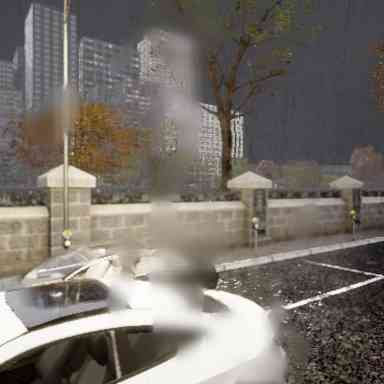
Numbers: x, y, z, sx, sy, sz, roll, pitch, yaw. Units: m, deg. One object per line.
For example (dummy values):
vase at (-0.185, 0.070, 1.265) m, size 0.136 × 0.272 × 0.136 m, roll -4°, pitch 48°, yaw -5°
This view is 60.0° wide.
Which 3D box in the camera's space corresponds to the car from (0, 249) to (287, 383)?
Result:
car at (-1.245, 1.524, 2.488) m, size 4.674 × 1.442 × 1.812 m, roll 0°, pitch 0°, yaw -35°

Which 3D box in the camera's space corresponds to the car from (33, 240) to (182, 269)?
car at (-1.527, 1.543, 5.466) m, size 4.403 × 1.369 × 2.008 m, roll 0°, pitch 0°, yaw -35°
